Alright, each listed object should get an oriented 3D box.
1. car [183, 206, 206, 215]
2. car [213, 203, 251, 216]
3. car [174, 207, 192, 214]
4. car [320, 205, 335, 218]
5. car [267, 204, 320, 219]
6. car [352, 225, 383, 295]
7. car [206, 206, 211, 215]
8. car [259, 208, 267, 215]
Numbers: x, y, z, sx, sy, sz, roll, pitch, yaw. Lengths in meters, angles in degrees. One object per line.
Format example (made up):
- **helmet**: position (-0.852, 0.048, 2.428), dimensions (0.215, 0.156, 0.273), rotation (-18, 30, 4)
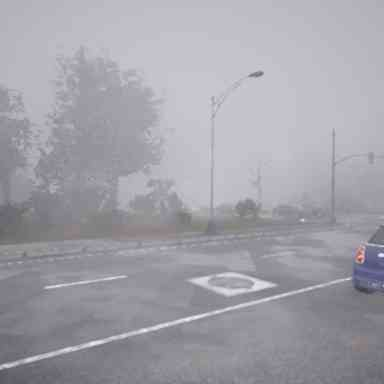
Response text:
- **car**: position (-0.210, 2.919, 51.820), dimensions (1.812, 1.442, 4.674), rotation (1, -3, -32)
- **car**: position (5.143, 2.229, 43.286), dimensions (2.097, 1.767, 4.553), rotation (1, -3, -32)
- **car**: position (-2.065, 4.096, 74.661), dimensions (1.837, 1.490, 4.892), rotation (1, -3, -32)
- **car**: position (13.365, 2.056, 36.751), dimensions (2.128, 1.511, 4.902), rotation (1, -2, -33)
- **car**: position (10.469, 2.023, 34.848), dimensions (1.837, 1.490, 4.892), rotation (1, -2, -29)
- **car**: position (5.828, 1.463, 7.813), dimensions (4.553, 1.767, 2.097), rotation (1, 0, -35)
- **car**: position (2.588, 2.946, 53.943), dimensions (2.128, 1.511, 4.902), rotation (1, -3, -32)
- **car**: position (8.128, 2.468, 45.106), dimensions (2.033, 1.411, 5.357), rotation (1, -3, -32)
